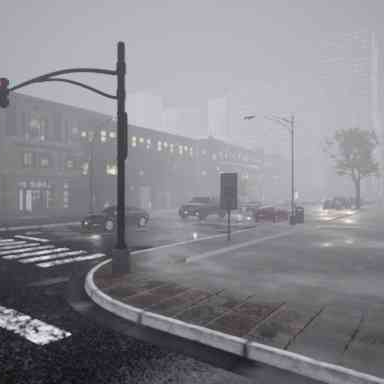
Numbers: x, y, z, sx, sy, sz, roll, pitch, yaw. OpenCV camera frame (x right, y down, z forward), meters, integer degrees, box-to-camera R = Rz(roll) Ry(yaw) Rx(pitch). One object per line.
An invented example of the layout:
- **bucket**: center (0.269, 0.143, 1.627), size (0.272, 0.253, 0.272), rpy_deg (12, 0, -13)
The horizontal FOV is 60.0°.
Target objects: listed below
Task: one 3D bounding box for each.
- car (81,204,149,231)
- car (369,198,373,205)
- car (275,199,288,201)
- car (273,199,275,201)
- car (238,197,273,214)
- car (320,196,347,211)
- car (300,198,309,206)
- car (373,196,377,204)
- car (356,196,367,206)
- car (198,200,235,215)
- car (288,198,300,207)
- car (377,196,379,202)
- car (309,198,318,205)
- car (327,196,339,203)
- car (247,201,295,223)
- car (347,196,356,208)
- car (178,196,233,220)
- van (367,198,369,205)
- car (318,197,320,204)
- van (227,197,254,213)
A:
- **car**: center (-4.763, 1.574, 21.188), size (1.837, 1.490, 4.892), rpy_deg (0, 0, 34)
- **car**: center (35.122, 1.968, 67.737), size (1.802, 1.307, 4.206), rpy_deg (0, -1, 35)
- **car**: center (12.264, 1.754, 49.833), size (1.752, 1.417, 4.829), rpy_deg (0, 0, 35)
- **car**: center (9.180, 1.751, 45.454), size (2.008, 1.369, 4.403), rpy_deg (0, 0, 35)
- **car**: center (7.036, 1.655, 37.881), size (2.128, 1.511, 4.902), rpy_deg (0, 0, 35)
- **car**: center (19.214, 1.673, 45.149), size (1.967, 1.590, 4.097), rpy_deg (0, -1, 35)
- **car**: center (18.725, 1.841, 59.009), size (2.008, 1.369, 4.403), rpy_deg (0, -1, 35)
- **car**: center (38.402, 1.945, 72.396), size (1.752, 1.417, 4.829), rpy_deg (0, -1, 35)
- **car**: center (28.759, 1.639, 58.704), size (2.192, 1.841, 5.009), rpy_deg (0, -1, 35)
- **car**: center (2.719, 1.669, 36.279), size (1.752, 1.417, 4.829), rpy_deg (0, 0, 35)
- **car**: center (15.544, 1.810, 54.491), size (2.008, 1.369, 4.403), rpy_deg (0, -1, 35)
- **car**: center (41.485, 2.034, 76.774), size (1.802, 1.307, 4.206), rpy_deg (0, -1, 35)
- **car**: center (21.907, 1.871, 63.527), size (2.008, 1.369, 4.403), rpy_deg (0, -1, 35)
- **car**: center (34.633, 1.888, 81.599), size (1.967, 1.590, 4.097), rpy_deg (0, -1, 35)
- **car**: center (6.531, 1.667, 27.047), size (1.887, 1.381, 4.507), rpy_deg (0, 0, 35)
- **car**: center (22.396, 1.578, 49.668), size (2.192, 1.841, 5.009), rpy_deg (0, -1, 35)
- **car**: center (1.124, 1.336, 29.507), size (2.150, 2.045, 5.566), rpy_deg (0, 0, 35)
- **van**: center (31.940, 1.696, 63.222), size (1.690, 1.788, 3.998), rpy_deg (0, -1, 35)
- **car**: center (28.270, 1.823, 72.563), size (1.967, 1.590, 4.097), rpy_deg (0, -1, 35)
- **van**: center (5.998, 1.513, 40.937), size (1.690, 1.788, 3.998), rpy_deg (0, 0, 35)
